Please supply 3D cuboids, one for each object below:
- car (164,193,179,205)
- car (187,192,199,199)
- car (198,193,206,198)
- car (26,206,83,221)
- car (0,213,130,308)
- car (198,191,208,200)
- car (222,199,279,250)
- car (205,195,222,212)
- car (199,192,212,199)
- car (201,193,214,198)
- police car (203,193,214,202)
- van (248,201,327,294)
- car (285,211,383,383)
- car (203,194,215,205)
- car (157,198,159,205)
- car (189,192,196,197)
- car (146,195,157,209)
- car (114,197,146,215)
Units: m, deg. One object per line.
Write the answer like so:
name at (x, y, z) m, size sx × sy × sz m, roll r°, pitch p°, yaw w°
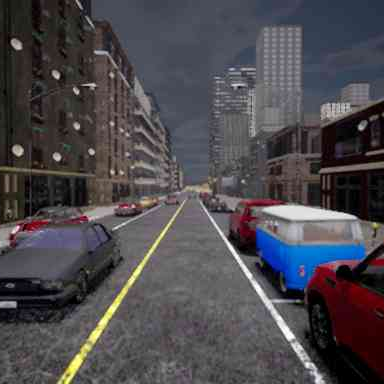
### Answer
car at (-3.053, 1.030, 50.474) m, size 2.097 × 1.767 × 4.553 m, roll 0°, pitch 0°, yaw 0°
car at (0.036, 0.893, 75.497) m, size 2.128 × 1.511 × 4.902 m, roll 0°, pitch 0°, yaw 0°
car at (2.710, 0.930, 90.851) m, size 1.752 × 1.417 × 4.829 m, roll -1°, pitch 0°, yaw 0°
car at (-5.700, 1.353, 13.773) m, size 1.967 × 1.590 × 4.097 m, roll -1°, pitch 0°, yaw 0°
car at (-3.095, 1.495, 8.263) m, size 2.033 × 1.411 × 5.357 m, roll 0°, pitch 0°, yaw 0°
car at (2.677, 0.798, 79.520) m, size 2.192 × 1.841 × 5.009 m, roll -1°, pitch 0°, yaw 0°
car at (2.678, 1.228, 13.761) m, size 2.192 × 1.841 × 5.009 m, roll -1°, pitch 0°, yaw 0°
car at (2.693, 1.339, 34.893) m, size 2.008 × 1.369 × 4.403 m, roll -1°, pitch 0°, yaw 0°
car at (2.663, 0.986, 51.622) m, size 2.192 × 1.841 × 5.009 m, roll -1°, pitch 0°, yaw 0°
car at (2.665, 1.273, 46.044) m, size 1.947 × 1.339 × 4.313 m, roll -1°, pitch 0°, yaw 0°
police car at (3.029, 1.022, 62.797) m, size 1.930 × 1.638 × 5.238 m, roll 0°, pitch 0°, yaw 0°
van at (2.676, 1.288, 8.354) m, size 1.690 × 1.788 × 3.998 m, roll -1°, pitch 0°, yaw 0°
car at (2.672, 1.296, 2.947) m, size 2.192 × 1.841 × 5.009 m, roll -1°, pitch 0°, yaw 0°
car at (2.663, 1.309, 40.465) m, size 1.947 × 1.339 × 4.313 m, roll -1°, pitch 0°, yaw 0°
car at (-5.683, 1.148, 45.997) m, size 1.967 × 1.590 × 4.097 m, roll -1°, pitch 0°, yaw 0°
car at (0.043, 0.686, 92.510) m, size 1.882 × 1.535 × 5.008 m, roll 0°, pitch 0°, yaw 0°
car at (-5.685, 1.270, 40.248) m, size 1.752 × 1.417 × 4.829 m, roll -1°, pitch 0°, yaw 0°
car at (-5.692, 1.251, 29.994) m, size 1.967 × 1.590 × 4.097 m, roll -1°, pitch 0°, yaw 0°
